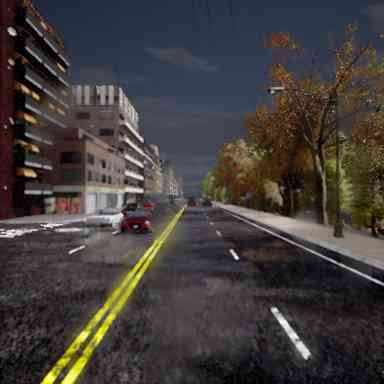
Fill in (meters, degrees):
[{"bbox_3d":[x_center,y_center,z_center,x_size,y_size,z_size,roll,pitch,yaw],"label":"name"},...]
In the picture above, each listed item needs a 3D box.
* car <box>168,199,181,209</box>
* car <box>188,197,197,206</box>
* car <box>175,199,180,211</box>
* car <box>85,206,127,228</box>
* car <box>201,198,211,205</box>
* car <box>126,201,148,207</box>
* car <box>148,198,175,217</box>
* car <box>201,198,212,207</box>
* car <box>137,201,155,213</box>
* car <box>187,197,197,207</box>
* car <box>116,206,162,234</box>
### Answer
[{"bbox_3d":[-3.267,2.137,61.509,2.097,1.767,4.553,0,-1,1],"label":"car"},{"bbox_3d":[0.033,2.164,80.192,2.150,2.045,5.566,0,-1,0],"label":"car"},{"bbox_3d":[-3.311,2.175,52.502,1.837,1.490,4.892,0,-1,0],"label":"car"},{"bbox_3d":[-6.604,1.991,25.547,1.895,1.301,4.718,-1,-1,0],"label":"car"},{"bbox_3d":[3.283,2.293,80.129,2.097,1.767,4.553,0,-1,0],"label":"car"},{"bbox_3d":[-6.650,1.983,37.890,1.837,1.490,4.892,0,0,2],"label":"car"},{"bbox_3d":[-3.333,1.822,37.245,2.097,1.767,4.553,0,-1,0],"label":"car"},{"bbox_3d":[3.279,2.383,69.741,1.837,1.490,4.892,0,-1,0],"label":"car"},{"bbox_3d":[-6.573,2.085,47.802,1.882,1.535,5.008,0,-1,0],"label":"car"},{"bbox_3d":[0.029,2.361,69.742,1.882,1.535,5.008,0,-1,0],"label":"car"},{"bbox_3d":[-3.349,1.880,21.689,1.994,1.385,4.181,0,-1,0],"label":"car"}]
